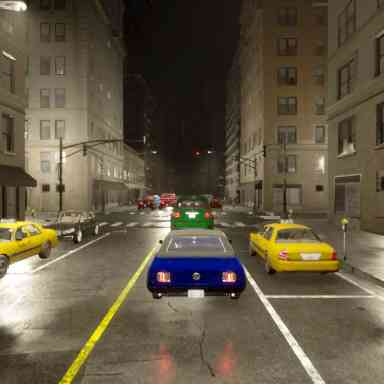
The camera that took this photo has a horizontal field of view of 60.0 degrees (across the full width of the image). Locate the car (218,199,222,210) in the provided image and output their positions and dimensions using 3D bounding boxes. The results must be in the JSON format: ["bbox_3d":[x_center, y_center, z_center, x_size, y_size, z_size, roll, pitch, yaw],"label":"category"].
[{"bbox_3d":[2.881,1.557,42.456,1.887,1.381,4.507,0,0,0],"label":"car"}]

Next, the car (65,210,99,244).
[{"bbox_3d":[-5.660,1.552,15.687,2.008,1.369,4.403,0,0,0],"label":"car"}]

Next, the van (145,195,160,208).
[{"bbox_3d":[-5.641,1.357,47.962,1.690,1.788,3.998,0,0,0],"label":"van"}]

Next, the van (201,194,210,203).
[{"bbox_3d":[2.897,1.368,69.963,1.690,1.788,3.998,0,0,0],"label":"van"}]

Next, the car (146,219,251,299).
[{"bbox_3d":[0.087,1.601,8.387,1.895,1.301,4.718,0,0,0],"label":"car"}]

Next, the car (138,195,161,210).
[{"bbox_3d":[-5.645,1.328,42.462,2.192,1.841,5.009,0,0,0],"label":"car"}]

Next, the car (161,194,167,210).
[{"bbox_3d":[-3.080,1.235,43.726,2.150,2.045,5.566,0,0,0],"label":"car"}]

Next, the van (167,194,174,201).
[{"bbox_3d":[-5.618,1.377,86.473,1.690,1.788,3.998,0,0,0],"label":"van"}]

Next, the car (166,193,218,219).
[{"bbox_3d":[0.011,1.224,18.153,2.150,2.045,5.566,0,0,0],"label":"car"}]

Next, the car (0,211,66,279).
[{"bbox_3d":[-5.663,1.526,9.992,1.752,1.417,4.829,0,0,0],"label":"car"}]

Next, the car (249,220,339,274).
[{"bbox_3d":[2.862,1.526,10.326,1.752,1.417,4.829,0,0,0],"label":"car"}]

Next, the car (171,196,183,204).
[{"bbox_3d":[-2.979,1.517,67.196,2.128,1.511,4.902,0,0,0],"label":"car"}]

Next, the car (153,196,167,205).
[{"bbox_3d":[-5.635,1.462,58.965,1.967,1.590,4.097,0,0,0],"label":"car"}]

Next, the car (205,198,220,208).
[{"bbox_3d":[2.885,1.582,47.957,1.947,1.339,4.313,0,0,0],"label":"car"}]

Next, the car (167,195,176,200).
[{"bbox_3d":[-5.615,1.591,91.973,2.008,1.369,4.403,0,0,0],"label":"car"}]

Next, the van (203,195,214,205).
[{"bbox_3d":[2.891,1.363,58.960,1.690,1.788,3.998,0,0,0],"label":"van"}]
